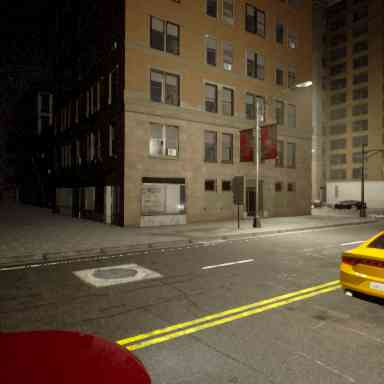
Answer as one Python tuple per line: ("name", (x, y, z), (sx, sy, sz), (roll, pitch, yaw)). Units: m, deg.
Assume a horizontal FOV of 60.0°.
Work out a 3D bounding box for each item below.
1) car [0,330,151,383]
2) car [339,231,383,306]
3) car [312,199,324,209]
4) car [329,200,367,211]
("car", (-2.406, 1.526, 1.722), (4.674, 1.442, 1.812), (0, 0, -36))
("car", (5.222, 1.478, 7.183), (5.008, 1.535, 1.882), (0, 0, -35))
("car", (15.578, 1.582, 44.937), (2.008, 1.369, 4.403), (0, 0, -35))
("car", (18.854, 1.596, 40.319), (1.947, 1.339, 4.313), (0, 0, -35))
